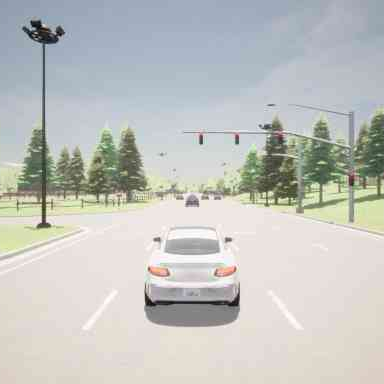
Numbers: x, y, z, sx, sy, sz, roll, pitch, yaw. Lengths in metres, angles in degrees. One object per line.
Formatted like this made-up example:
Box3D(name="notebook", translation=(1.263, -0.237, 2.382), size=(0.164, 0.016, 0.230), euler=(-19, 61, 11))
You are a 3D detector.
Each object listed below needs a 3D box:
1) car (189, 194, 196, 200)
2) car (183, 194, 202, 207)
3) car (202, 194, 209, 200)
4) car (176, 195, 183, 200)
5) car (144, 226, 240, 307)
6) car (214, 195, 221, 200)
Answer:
Box3D(name="car", translation=(0.128, 1.355, 93.192), size=(2.097, 1.767, 4.553), euler=(0, 0, 0))
Box3D(name="car", translation=(0.071, 1.352, 51.745), size=(2.097, 1.767, 4.553), euler=(0, 0, 0))
Box3D(name="car", translation=(3.628, 1.355, 93.187), size=(2.097, 1.767, 4.553), euler=(0, 0, 0))
Box3D(name="car", translation=(-3.372, 1.553, 93.193), size=(1.994, 1.385, 4.181), euler=(0, 0, 0))
Box3D(name="car", translation=(0.017, 1.526, 7.872), size=(1.812, 1.442, 4.674), euler=(0, 0, 0))
Box3D(name="car", translation=(7.128, 1.525, 93.212), size=(2.128, 1.511, 4.902), euler=(0, 0, 0))
